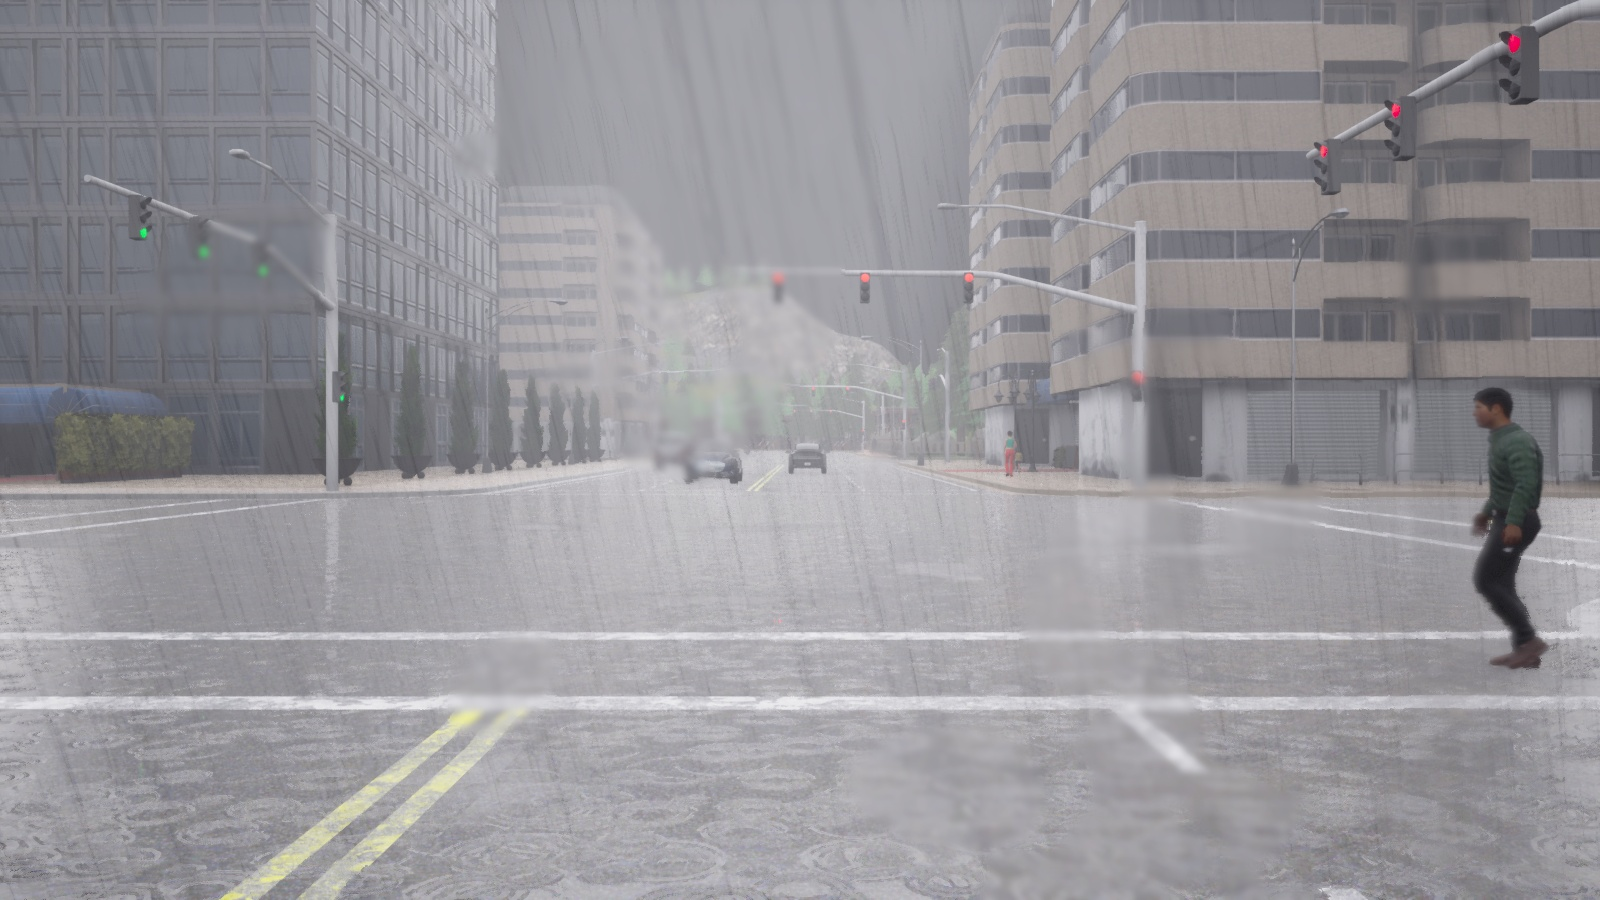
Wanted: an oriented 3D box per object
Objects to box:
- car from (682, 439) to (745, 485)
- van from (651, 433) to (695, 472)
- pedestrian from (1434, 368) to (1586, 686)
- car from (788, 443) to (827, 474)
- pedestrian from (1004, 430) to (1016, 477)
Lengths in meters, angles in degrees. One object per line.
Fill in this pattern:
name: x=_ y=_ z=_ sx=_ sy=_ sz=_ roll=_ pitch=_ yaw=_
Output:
car: x=-3.212 y=0.405 z=47.640 sx=2.033 sy=1.649 sz=4.856 roll=0 pitch=0 yaw=0
van: x=-6.607 y=0.123 z=65.751 sx=1.775 sy=1.987 sz=4.442 roll=0 pitch=0 yaw=1
pedestrian: x=4.524 y=0.473 z=8.037 sx=0.788 sy=1.949 sz=0.423 roll=0 pitch=0 yaw=22
car: x=0.374 y=0.397 z=62.764 sx=1.837 sy=1.490 sz=4.892 roll=0 pitch=0 yaw=0
pedestrian: x=8.308 y=0.131 z=49.786 sx=0.345 sy=1.836 sz=0.594 roll=0 pitch=0 yaw=-2
